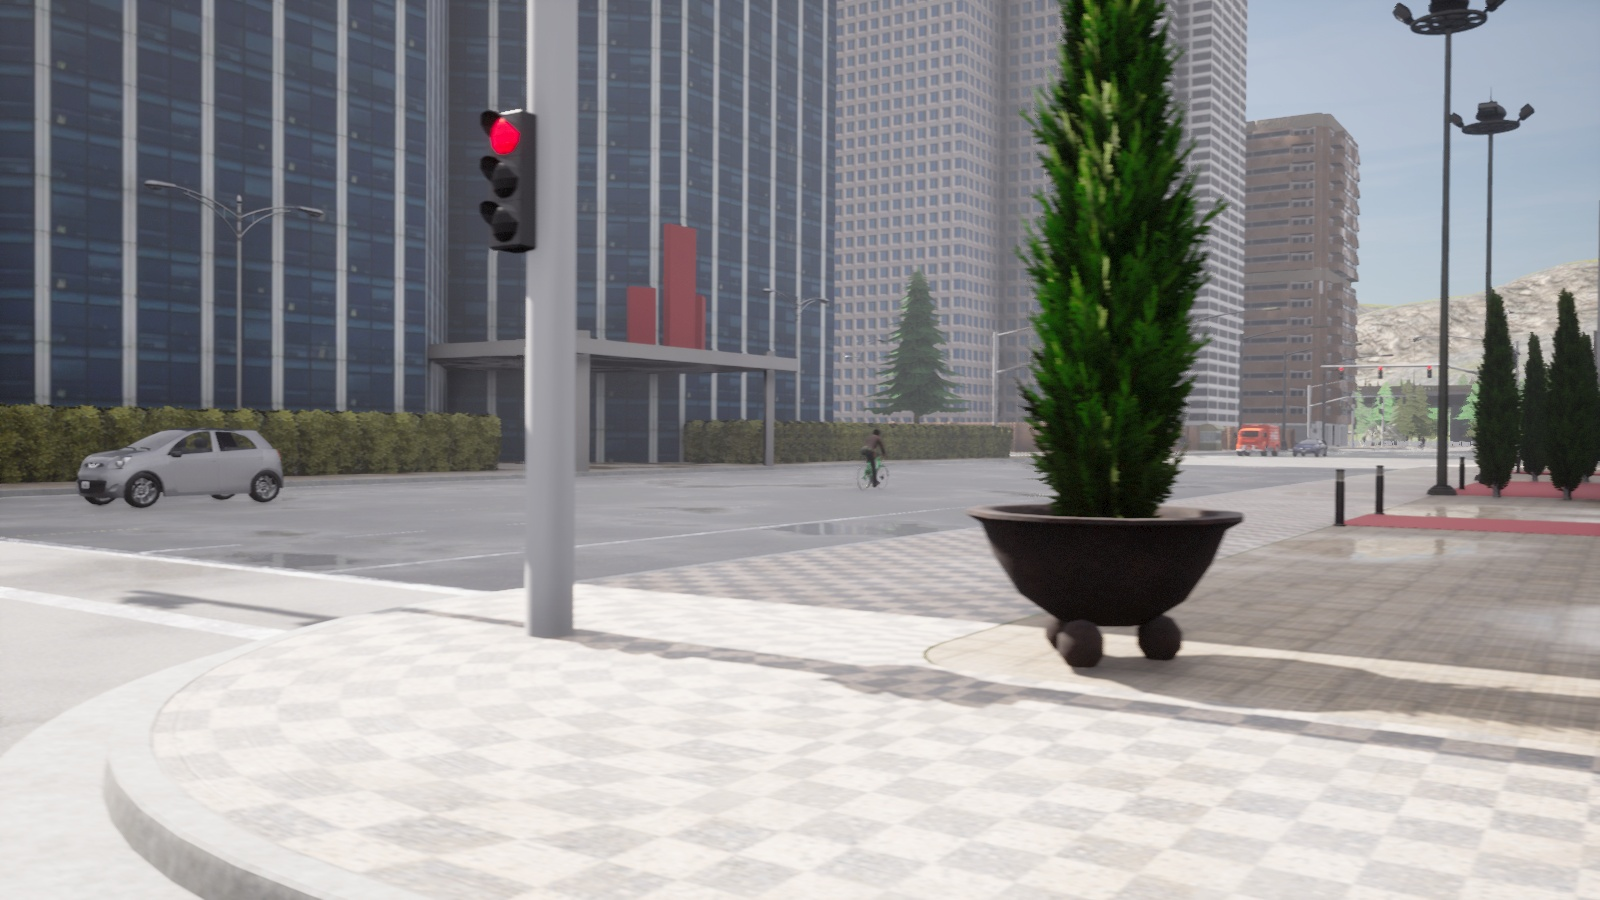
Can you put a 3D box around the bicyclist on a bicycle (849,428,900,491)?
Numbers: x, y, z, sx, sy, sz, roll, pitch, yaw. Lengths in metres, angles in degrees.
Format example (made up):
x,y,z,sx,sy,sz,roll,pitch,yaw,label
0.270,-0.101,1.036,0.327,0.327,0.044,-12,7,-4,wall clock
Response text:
x,y,z,sx,sy,sz,roll,pitch,yaw,label
1.988,0.238,33.247,0.582,1.620,1.656,0,1,33,bicyclist on a bicycle

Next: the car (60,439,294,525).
x,y,z,sx,sy,sz,roll,pitch,yaw,label
-12.056,0.556,24.485,1.845,1.501,3.633,0,1,33,car
